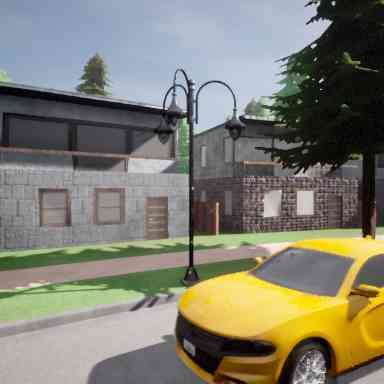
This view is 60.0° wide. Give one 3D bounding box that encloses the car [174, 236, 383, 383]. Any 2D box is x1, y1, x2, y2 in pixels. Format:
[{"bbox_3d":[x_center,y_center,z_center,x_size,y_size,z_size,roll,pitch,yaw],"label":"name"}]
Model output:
[{"bbox_3d":[2.144,1.477,4.985,5.008,1.535,1.882,0,0,-30],"label":"car"}]
